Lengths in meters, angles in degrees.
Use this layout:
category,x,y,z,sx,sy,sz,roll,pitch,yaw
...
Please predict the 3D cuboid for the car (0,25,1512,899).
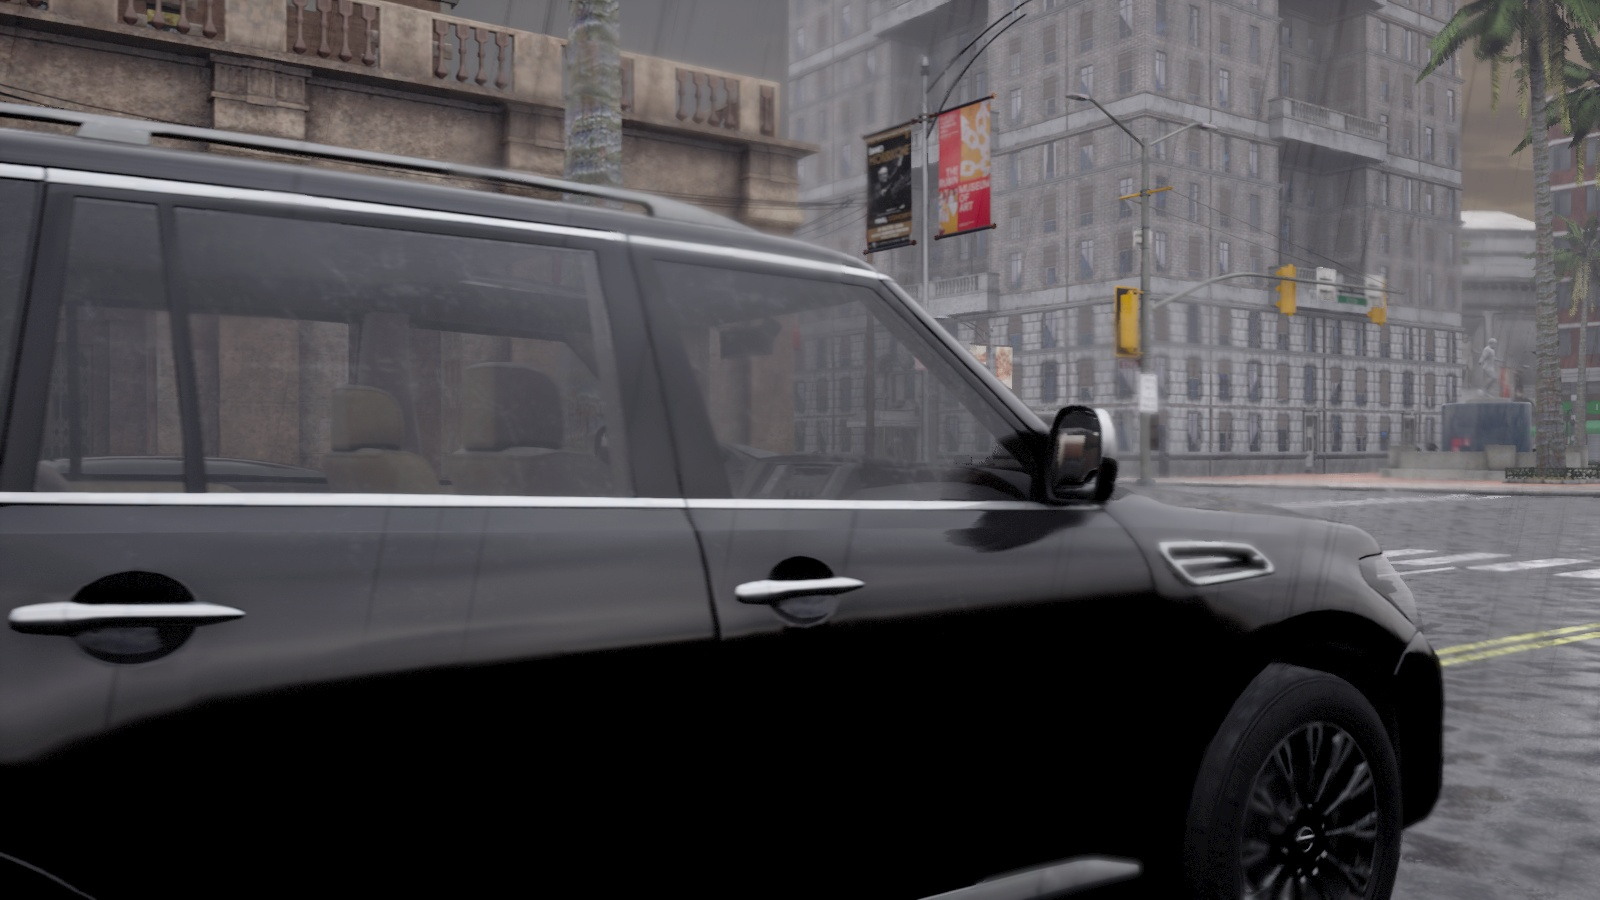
category,x,y,z,sx,sy,sz,roll,pitch,yaw
car,-0.710,0.469,3.168,5.566,2.045,2.150,0,0,-35
